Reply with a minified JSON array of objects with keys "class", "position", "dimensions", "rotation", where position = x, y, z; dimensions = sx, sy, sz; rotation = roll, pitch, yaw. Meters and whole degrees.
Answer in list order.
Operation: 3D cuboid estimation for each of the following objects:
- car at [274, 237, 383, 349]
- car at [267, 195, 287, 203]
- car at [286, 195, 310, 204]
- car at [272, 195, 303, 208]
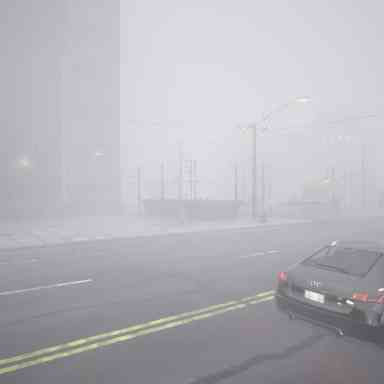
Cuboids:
[{"class":"car","position":[3.499,1.564,6.243],"dimensions":[4.181,1.385,1.994],"rotation":[0,0,-36]},{"class":"car","position":[17.359,1.452,67.790],"dimensions":[3.806,1.475,1.970],"rotation":[0,0,-36]},{"class":"car","position":[20.266,1.420,63.789],"dimensions":[4.674,1.452,2.002],"rotation":[0,0,-36]},{"class":"car","position":[13.356,1.254,44.728],"dimensions":[4.553,1.767,2.185],"rotation":[0,0,-36]}]
